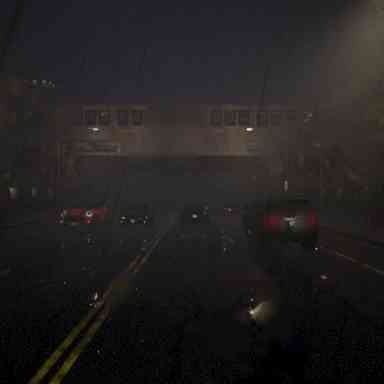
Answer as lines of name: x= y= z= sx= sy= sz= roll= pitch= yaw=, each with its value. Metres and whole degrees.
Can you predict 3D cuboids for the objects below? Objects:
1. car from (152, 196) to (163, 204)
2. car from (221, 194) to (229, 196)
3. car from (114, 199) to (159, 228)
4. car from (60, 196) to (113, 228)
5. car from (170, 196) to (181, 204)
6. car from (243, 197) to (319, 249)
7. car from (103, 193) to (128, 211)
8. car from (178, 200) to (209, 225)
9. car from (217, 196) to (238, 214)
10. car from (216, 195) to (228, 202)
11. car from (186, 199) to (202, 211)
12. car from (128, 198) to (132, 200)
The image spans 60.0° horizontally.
car: x=-6.639 y=1.466 z=63.306 sx=1.812 sy=1.442 sz=4.674 roll=0 pitch=0 yaw=1
car: x=6.875 y=1.433 z=59.005 sx=2.231 sy=1.521 sz=4.892 roll=0 pitch=0 yaw=10
car: x=-3.515 y=1.484 z=22.128 sx=1.837 sy=1.490 sz=4.892 roll=0 pitch=0 yaw=0
car: x=-7.015 y=1.329 z=22.068 sx=2.097 sy=1.767 sz=4.553 roll=0 pitch=0 yaw=0
car: x=-3.143 y=1.436 z=63.300 sx=2.128 sy=1.511 sz=4.902 roll=0 pitch=0 yaw=1
car: x=3.654 y=1.211 z=14.579 sx=2.150 sy=2.045 sz=5.566 roll=0 pitch=0 yaw=0
car: x=-9.893 y=1.188 z=40.455 sx=2.435 sy=2.045 sz=5.566 roll=0 pitch=0 yaw=0
car: x=0.187 y=1.544 z=23.743 sx=1.994 sy=1.385 sz=4.181 roll=0 pitch=0 yaw=0
car: x=3.736 y=1.476 z=35.329 sx=1.837 sy=1.490 sz=4.892 roll=0 pitch=0 yaw=0
car: x=6.848 y=1.417 z=76.206 sx=2.097 sy=1.535 sz=5.008 roll=0 pitch=0 yaw=0
car: x=0.265 y=1.566 z=40.390 sx=1.895 sy=1.301 sz=4.718 roll=0 pitch=0 yaw=1
car: x=-9.906 y=1.548 z=47.852 sx=1.895 sy=1.301 sz=4.718 roll=0 pitch=0 yaw=0
